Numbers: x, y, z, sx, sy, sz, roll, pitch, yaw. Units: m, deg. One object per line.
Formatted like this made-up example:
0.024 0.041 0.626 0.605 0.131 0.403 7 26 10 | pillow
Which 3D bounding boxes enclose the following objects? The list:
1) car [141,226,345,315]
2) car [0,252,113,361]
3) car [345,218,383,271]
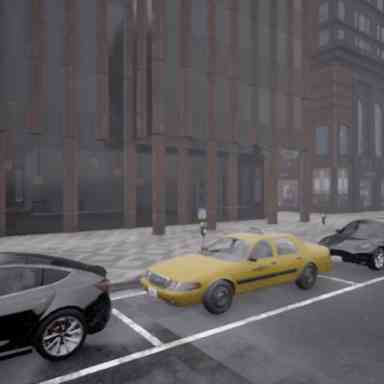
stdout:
1.239 1.519 7.537 4.829 1.417 1.752 0 0 -36 | car
-3.209 1.566 4.360 4.313 1.339 1.947 0 0 -36 | car
5.964 1.553 10.912 4.313 1.339 1.947 0 0 -36 | car
